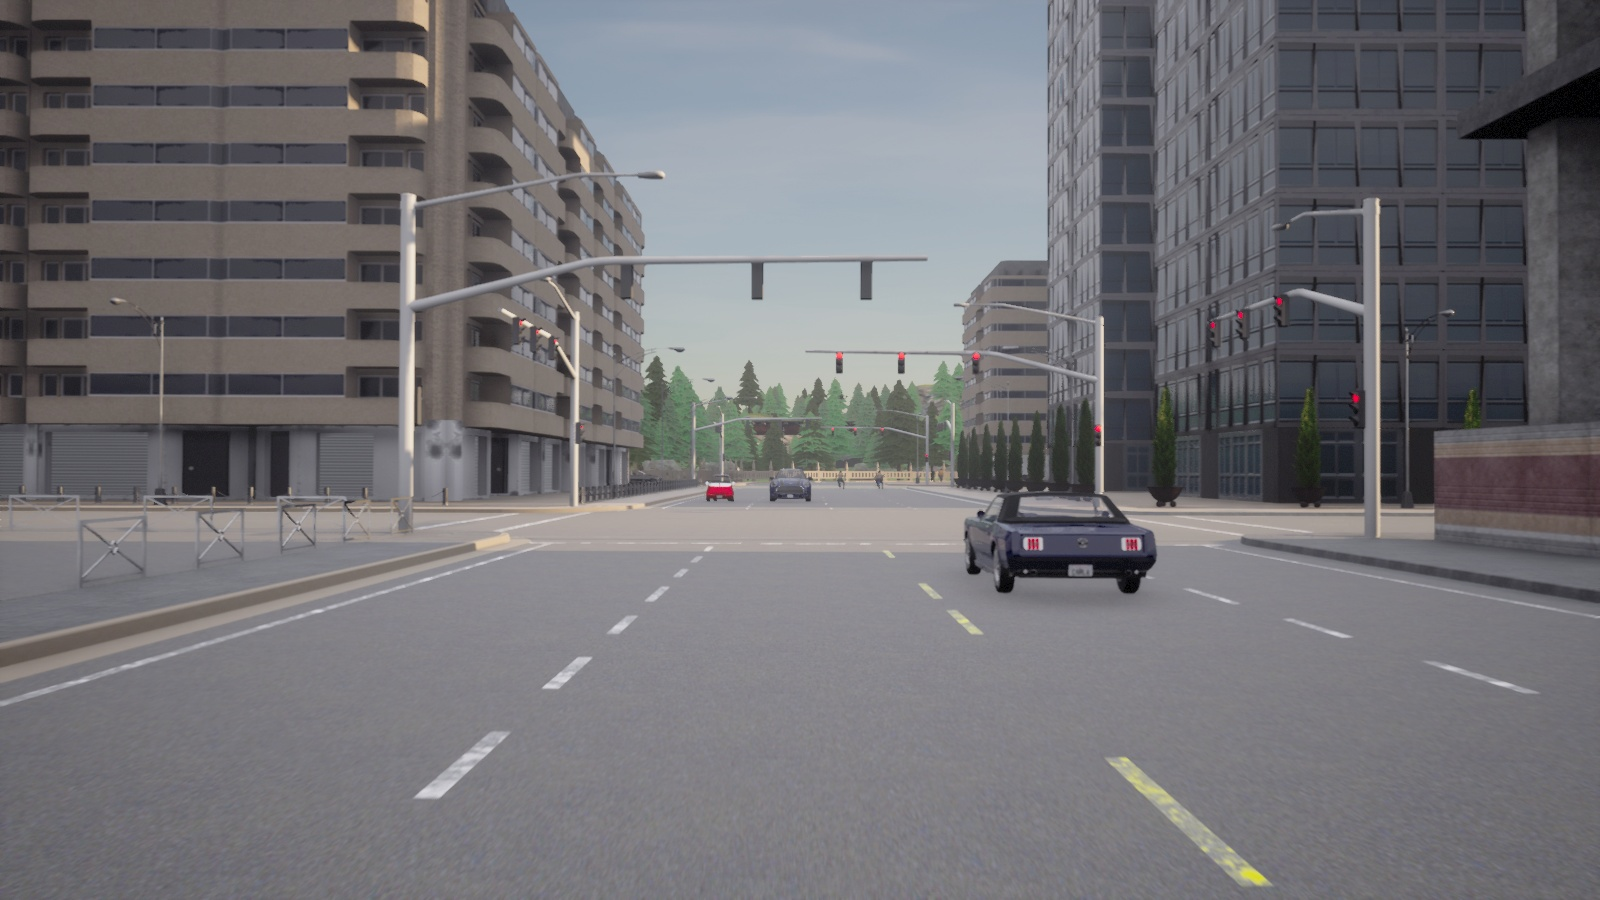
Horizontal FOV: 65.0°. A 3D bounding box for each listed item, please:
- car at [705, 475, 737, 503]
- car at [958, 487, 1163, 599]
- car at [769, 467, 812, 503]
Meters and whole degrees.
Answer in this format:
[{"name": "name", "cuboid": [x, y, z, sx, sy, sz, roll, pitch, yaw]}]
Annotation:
[{"name": "car", "cuboid": [-3.968, 1.944, 63.255, 1.481, 1.376, 2.207, 0, -1, 0]}, {"name": "car", "cuboid": [3.456, 1.196, 17.612, 1.895, 1.301, 4.718, 0, -1, 0]}, {"name": "car", "cuboid": [-0.461, 1.756, 64.575, 2.097, 1.767, 4.553, 0, -1, 0]}]
